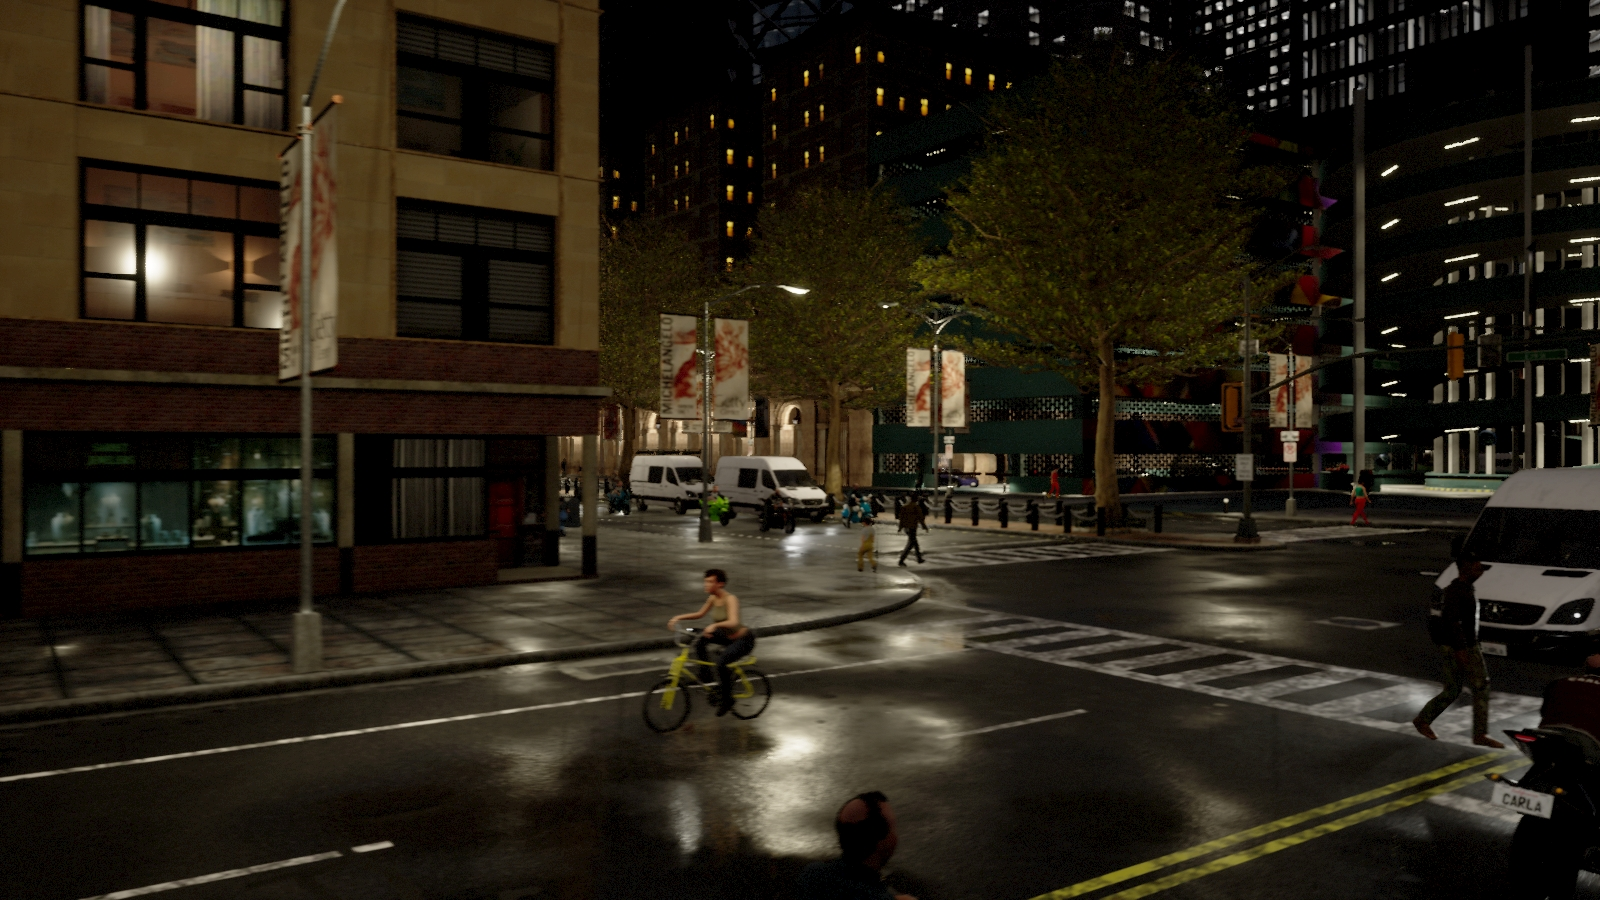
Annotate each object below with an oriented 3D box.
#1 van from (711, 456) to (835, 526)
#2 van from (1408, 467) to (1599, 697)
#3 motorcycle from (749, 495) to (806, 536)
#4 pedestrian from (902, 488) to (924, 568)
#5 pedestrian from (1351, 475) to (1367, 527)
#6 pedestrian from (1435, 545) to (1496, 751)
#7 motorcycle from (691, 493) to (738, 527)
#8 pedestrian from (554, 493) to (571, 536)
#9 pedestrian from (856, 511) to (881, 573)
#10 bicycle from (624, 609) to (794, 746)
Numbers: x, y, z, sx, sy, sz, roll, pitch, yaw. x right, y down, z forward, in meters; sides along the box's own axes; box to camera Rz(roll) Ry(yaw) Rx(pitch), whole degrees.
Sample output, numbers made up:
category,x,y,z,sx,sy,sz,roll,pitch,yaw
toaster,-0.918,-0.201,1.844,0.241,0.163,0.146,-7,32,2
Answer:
category,x,y,z,sx,sy,sz,roll,pitch,yaw
van,-1.162,1.546,45.607,1.988,2.561,5.915,0,0,-35
van,10.826,1.543,15.586,5.915,2.561,1.988,0,0,-35
motorcycle,-0.794,2.215,38.997,0.867,1.251,2.209,0,0,-35
pedestrian,2.710,1.858,27.365,0.375,1.860,0.375,0,0,-42
pedestrian,20.503,1.867,41.885,0.375,1.860,0.375,0,0,-21
pedestrian,6.306,1.854,10.834,0.375,1.860,0.375,0,0,-35
motorcycle,-3.173,2.223,42.385,0.803,1.145,2.033,0,0,-35
pedestrian,-7.314,1.985,35.219,0.375,1.300,0.375,0,0,42
pedestrian,1.481,1.986,24.713,0.375,1.300,0.375,0,0,-30
bicycle,-0.921,2.259,11.588,1.487,1.080,0.859,0,0,-34
